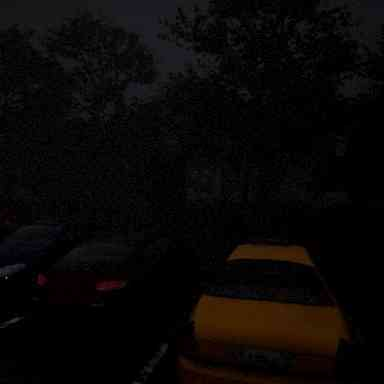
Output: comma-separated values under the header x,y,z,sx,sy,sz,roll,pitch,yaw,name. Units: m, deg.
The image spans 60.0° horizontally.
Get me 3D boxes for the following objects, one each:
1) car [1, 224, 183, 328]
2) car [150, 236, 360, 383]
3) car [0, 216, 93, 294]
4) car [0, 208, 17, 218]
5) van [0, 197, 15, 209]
x,y,z,sx,sy,sz,roll,pitch,yaw,name
-1.212,1.485,6.919,2.002,1.452,4.674,1,0,15,car
1.272,1.469,5.397,1.946,1.575,5.366,0,0,15,car
-3.637,1.457,8.595,2.002,1.452,4.674,1,0,15,car
-6.054,1.430,10.293,2.002,1.452,4.674,1,0,14,car
-8.523,1.135,11.862,1.878,1.987,4.442,1,0,14,van
